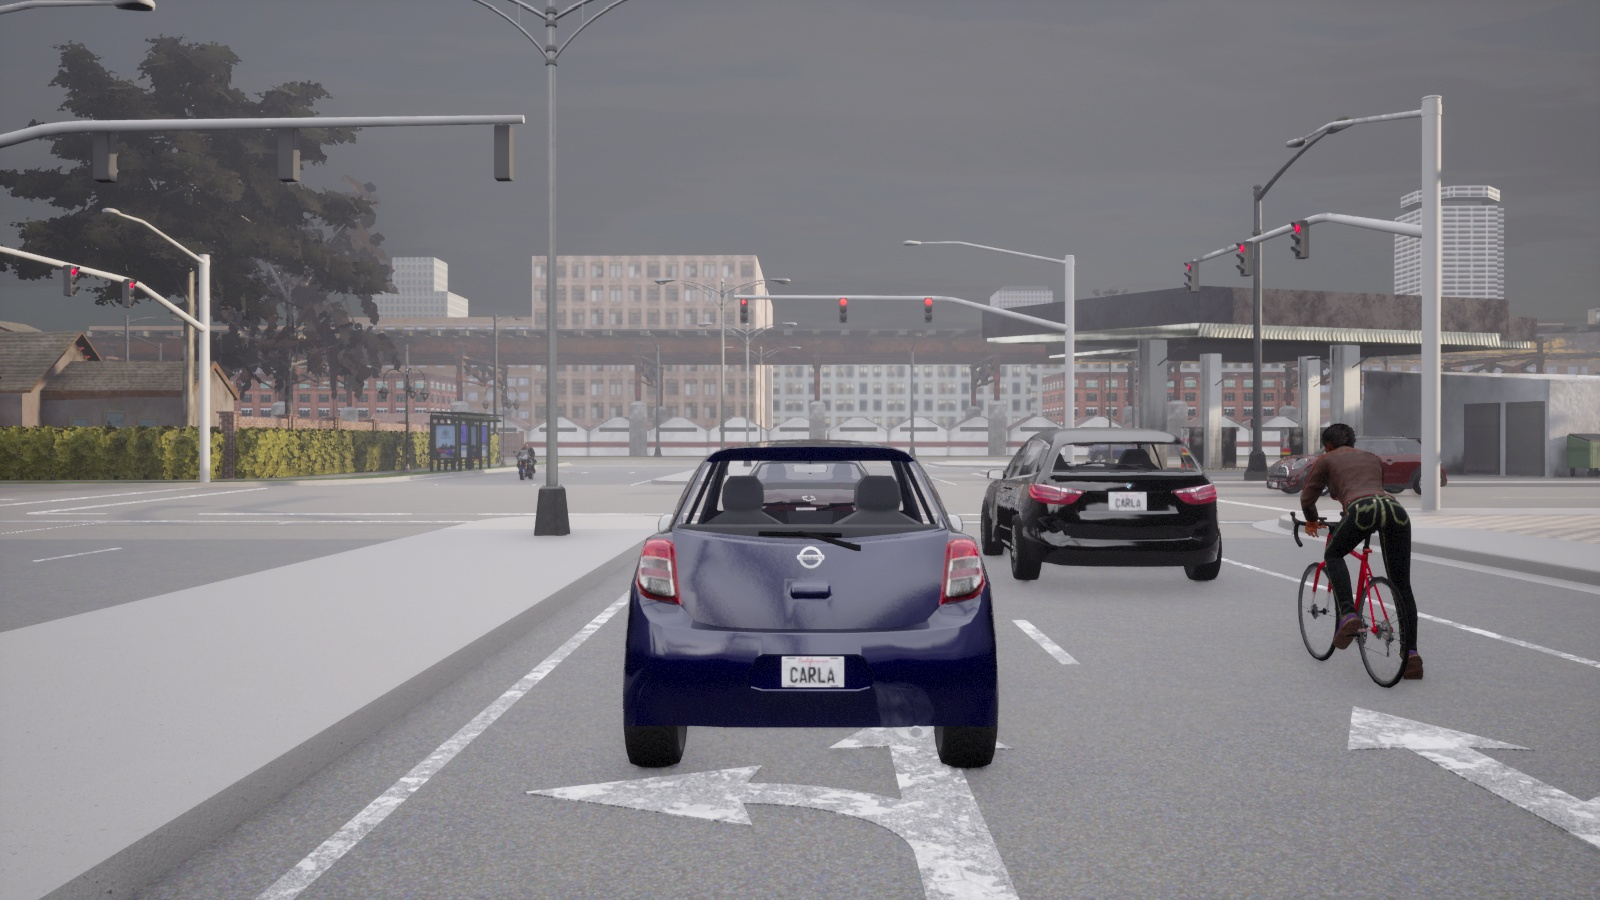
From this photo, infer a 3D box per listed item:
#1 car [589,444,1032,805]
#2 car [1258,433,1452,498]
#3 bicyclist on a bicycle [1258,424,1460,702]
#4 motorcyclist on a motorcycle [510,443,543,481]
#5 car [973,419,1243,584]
[{"bbox_3d":[0.056,0.721,7.057,1.845,1.501,3.633,0,0,0],"label":"car"},{"bbox_3d":[15.568,0.418,35.392,4.553,1.767,2.097,0,0,-1],"label":"car"},{"bbox_3d":[3.560,0.656,8.151,0.582,1.620,1.656,0,0,0],"label":"bicyclist on a bicycle"},{"bbox_3d":[-11.184,0.482,51.400,0.866,1.530,2.191,0,0,0],"label":"motorcyclist on a motorcycle"},{"bbox_3d":[3.446,0.508,15.080,2.242,1.667,4.611,0,0,2],"label":"car"}]
